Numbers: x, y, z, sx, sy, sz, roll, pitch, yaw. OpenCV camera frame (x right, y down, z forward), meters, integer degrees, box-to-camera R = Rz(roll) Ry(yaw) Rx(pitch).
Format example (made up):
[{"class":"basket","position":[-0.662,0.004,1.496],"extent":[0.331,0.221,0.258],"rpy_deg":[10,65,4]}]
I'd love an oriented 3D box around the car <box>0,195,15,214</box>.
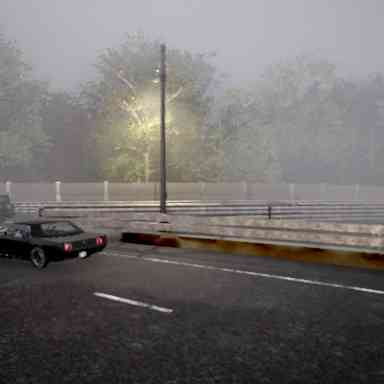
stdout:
[{"class":"car","position":[-15.081,1.190,22.571],"extent":[5.566,2.045,2.150],"rpy_deg":[0,0,-1]}]

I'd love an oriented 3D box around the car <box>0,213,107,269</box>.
[{"class":"car","position":[-5.200,1.585,11.078],"extent":[4.718,1.301,1.895],"rpy_deg":[0,0,30]}]

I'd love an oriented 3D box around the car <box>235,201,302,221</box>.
[{"class":"car","position":[5.731,1.441,25.134],"extent":[5.008,1.535,1.882],"rpy_deg":[-1,0,-10]}]
